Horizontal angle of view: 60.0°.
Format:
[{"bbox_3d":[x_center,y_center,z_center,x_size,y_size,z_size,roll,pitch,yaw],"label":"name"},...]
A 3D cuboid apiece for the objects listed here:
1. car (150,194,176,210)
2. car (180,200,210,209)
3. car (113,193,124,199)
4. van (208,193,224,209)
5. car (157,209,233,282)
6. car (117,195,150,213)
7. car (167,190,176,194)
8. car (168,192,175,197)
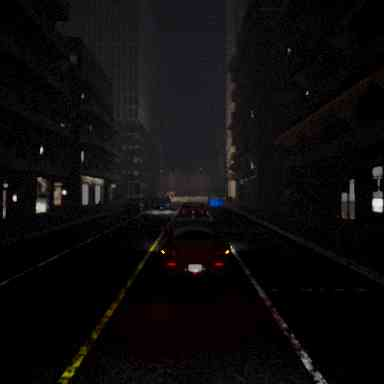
[{"bbox_3d":[-3.096,1.212,36.555,2.033,1.411,5.357,0,1,0],"label":"car"},{"bbox_3d":[0.080,1.373,24.853,1.895,1.301,4.718,0,1,0],"label":"car"},{"bbox_3d":[-16.491,0.840,71.819,4.097,1.590,1.967,0,-1,0],"label":"car"},{"bbox_3d":[2.708,0.991,38.144,1.690,1.788,3.998,1,1,0],"label":"van"},{"bbox_3d":[0.078,1.439,9.400,1.812,1.442,4.674,0,0,0],"label":"car"},{"bbox_3d":[-5.643,1.253,32.553,2.008,1.369,4.403,1,1,0],"label":"car"},{"bbox_3d":[-5.673,0.640,87.237,1.967,1.590,4.097,1,1,0],"label":"car"},{"bbox_3d":[-5.676,0.731,92.814,1.802,1.307,4.206,1,1,0],"label":"car"}]
